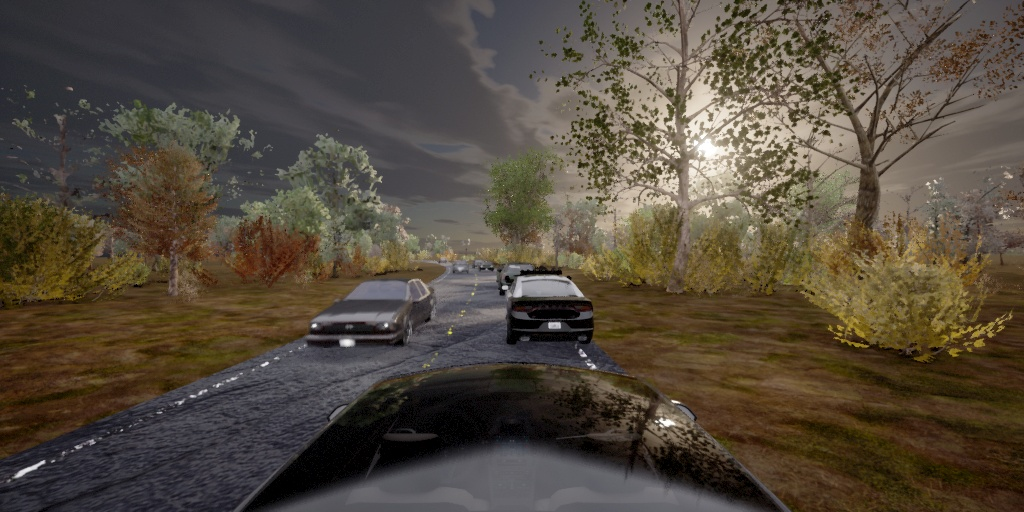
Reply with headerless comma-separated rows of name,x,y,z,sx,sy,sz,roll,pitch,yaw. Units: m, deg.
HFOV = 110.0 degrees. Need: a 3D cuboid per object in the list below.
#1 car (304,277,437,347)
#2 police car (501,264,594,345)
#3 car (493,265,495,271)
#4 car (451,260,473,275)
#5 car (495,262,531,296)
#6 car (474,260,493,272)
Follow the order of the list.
car,-3.263,1.296,9.595,2.033,1.411,5.357,0,0,-2
police car,0.767,1.174,9.698,1.930,1.638,5.238,0,0,-2
car,-0.147,1.251,25.687,1.837,1.490,4.892,0,0,-5
car,-5.702,1.236,39.968,2.128,1.511,4.902,0,0,-8
car,0.298,1.098,19.626,2.097,1.767,4.553,0,0,-4
car,-3.479,1.343,46.593,1.895,1.301,4.718,0,0,-9
